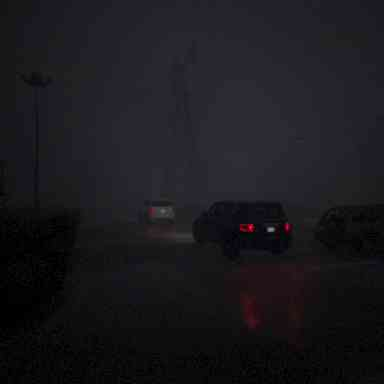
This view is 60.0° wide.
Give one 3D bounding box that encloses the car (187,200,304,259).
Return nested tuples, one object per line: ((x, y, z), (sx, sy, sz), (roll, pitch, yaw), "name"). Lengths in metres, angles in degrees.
((1.781, 1.351, 13.503), (2.150, 2.045, 5.566), (0, 0, -18), "car")

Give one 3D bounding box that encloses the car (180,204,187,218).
((-0.127, 1.876, 34.467), (3.905, 1.438, 1.784), (0, -1, -18), "car")

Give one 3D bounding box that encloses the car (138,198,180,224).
((-3.034, 1.534, 27.755), (2.150, 2.045, 5.566), (0, 0, -19), "car")

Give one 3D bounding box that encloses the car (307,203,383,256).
((7.232, 1.392, 13.230), (4.605, 1.855, 1.932), (0, -1, -18), "car")

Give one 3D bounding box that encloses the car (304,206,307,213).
((11.680, 1.821, 39.714), (4.193, 1.474, 1.816), (0, -1, -18), "car")
